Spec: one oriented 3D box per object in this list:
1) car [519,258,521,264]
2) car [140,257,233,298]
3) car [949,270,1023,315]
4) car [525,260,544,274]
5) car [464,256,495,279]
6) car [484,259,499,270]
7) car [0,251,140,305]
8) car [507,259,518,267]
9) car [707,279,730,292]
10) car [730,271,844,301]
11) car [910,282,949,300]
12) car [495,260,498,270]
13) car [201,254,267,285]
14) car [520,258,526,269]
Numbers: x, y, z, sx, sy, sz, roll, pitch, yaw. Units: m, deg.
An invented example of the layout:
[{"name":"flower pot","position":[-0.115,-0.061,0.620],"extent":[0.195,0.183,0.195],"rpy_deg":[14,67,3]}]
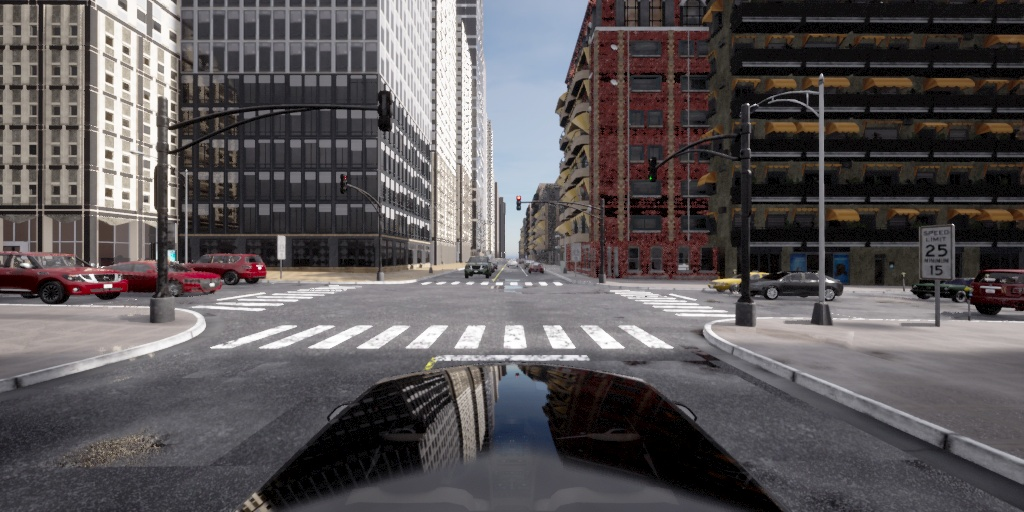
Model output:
[{"name":"car","position":[2.719,1.321,60.236],"extent":[2.007,1.370,4.403],"rpy_deg":[0,0,0]},{"name":"car","position":[-15.690,0.961,15.857],"extent":[5.008,1.535,1.882],"rpy_deg":[1,0,2]},{"name":"car","position":[20.604,1.461,13.669],"extent":[5.009,1.841,2.192],"rpy_deg":[0,0,0]},{"name":"car","position":[2.760,1.341,41.671],"extent":[1.802,1.307,4.207],"rpy_deg":[0,0,0]},{"name":"car","position":[-3.085,0.977,33.574],"extent":[2.150,2.045,5.566],"rpy_deg":[0,0,0]},{"name":"car","position":[-3.064,1.244,53.921],"extent":[1.882,1.535,5.008],"rpy_deg":[0,0,0]},{"name":"car","position":[-17.570,0.757,13.321],"extent":[5.009,1.841,2.192],"rpy_deg":[0,0,0]},{"name":"car","position":[0.136,1.299,64.877],"extent":[1.812,1.442,4.674],"rpy_deg":[0,0,0]},{"name":"car","position":[14.640,1.587,21.968],"extent":[4.829,1.417,1.751],"rpy_deg":[0,0,0]},{"name":"car","position":[14.922,1.562,19.350],"extent":[4.892,1.490,1.837],"rpy_deg":[1,0,2]},{"name":"car","position":[24.796,1.837,19.461],"extent":[4.718,1.301,1.895],"rpy_deg":[1,0,0]},{"name":"car","position":[-3.073,1.286,43.648],"extent":[1.812,1.442,4.674],"rpy_deg":[0,0,0]},{"name":"car","position":[-17.701,0.776,21.701],"extent":[5.009,1.841,2.192],"rpy_deg":[0,0,0]},{"name":"car","position":[2.715,1.317,54.588],"extent":[2.007,1.370,4.403],"rpy_deg":[0,0,0]}]
